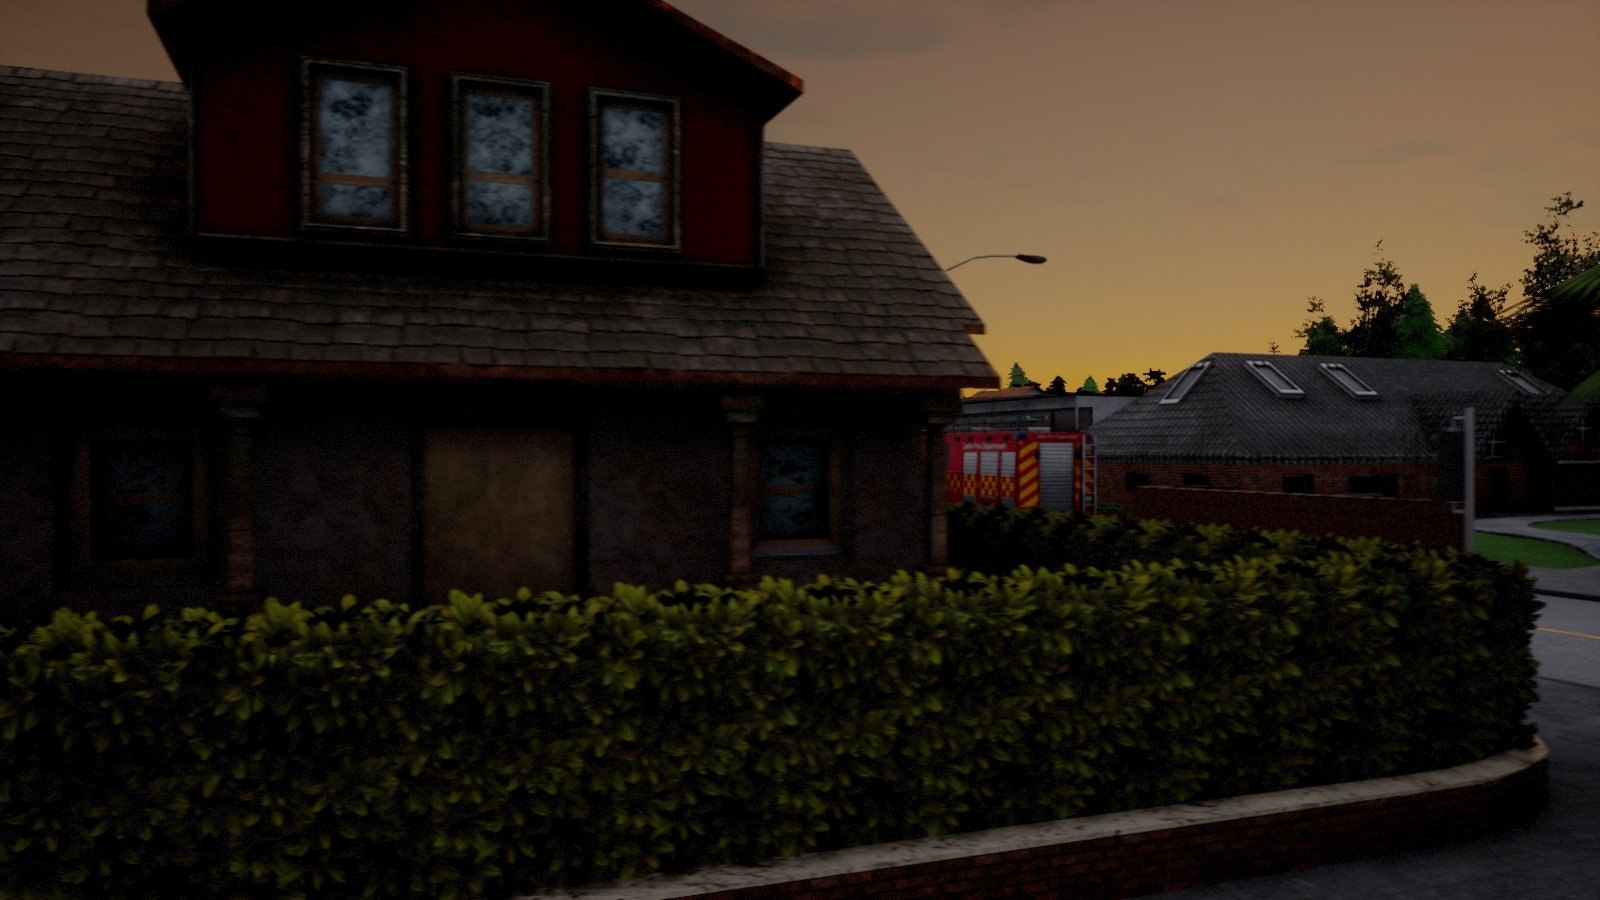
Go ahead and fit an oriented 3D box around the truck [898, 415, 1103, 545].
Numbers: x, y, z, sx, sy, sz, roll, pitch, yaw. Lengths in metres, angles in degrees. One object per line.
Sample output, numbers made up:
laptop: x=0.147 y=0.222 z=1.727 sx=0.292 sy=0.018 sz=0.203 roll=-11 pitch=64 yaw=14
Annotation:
truck: x=6.386 y=0.892 z=38.181 sx=2.891 sy=3.827 sz=8.468 roll=0 pitch=0 yaw=-20
